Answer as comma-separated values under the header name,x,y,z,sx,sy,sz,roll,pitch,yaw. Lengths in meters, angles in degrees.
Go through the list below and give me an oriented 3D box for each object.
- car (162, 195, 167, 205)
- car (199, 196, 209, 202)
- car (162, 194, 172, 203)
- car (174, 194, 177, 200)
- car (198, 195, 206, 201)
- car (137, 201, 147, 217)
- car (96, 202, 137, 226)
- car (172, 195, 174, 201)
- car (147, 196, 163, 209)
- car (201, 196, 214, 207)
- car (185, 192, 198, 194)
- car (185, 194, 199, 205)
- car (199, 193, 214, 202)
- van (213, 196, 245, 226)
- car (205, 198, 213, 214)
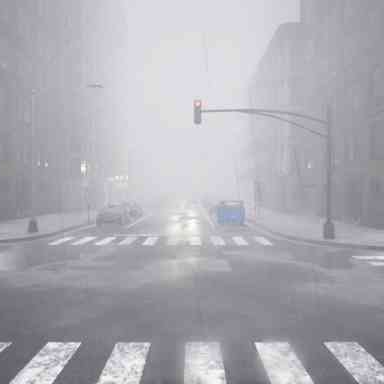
name,x,y,z,sx,sy,sz,roll,pitch,yaw
car,-5.402,1.556,51.586,1.947,1.339,4.313,0,0,0
car,2.617,1.524,74.319,2.008,1.369,4.403,0,0,0
car,-5.405,1.548,62.949,1.947,1.339,4.313,0,0,0
car,-5.410,1.409,79.995,1.967,1.590,4.097,0,0,0
car,2.614,1.531,85.681,1.947,1.339,4.313,0,0,0
car,-5.396,1.543,28.858,1.887,1.381,4.507,0,0,0
car,-5.395,1.549,23.176,2.008,1.369,4.403,0,0,0
car,-5.407,1.293,68.631,2.192,1.841,5.009,0,0,0
car,-5.401,1.520,45.734,1.752,1.417,4.829,0,0,0
car,2.625,1.576,45.912,1.802,1.307,4.206,0,0,0
car,0.076,1.331,67.096,2.097,1.767,4.553,0,0,-2
car,0.088,1.512,57.266,1.812,1.442,4.674,0,0,0
car,2.623,1.305,51.594,2.192,1.841,5.009,0,0,0
van,2.630,1.340,23.187,1.690,1.788,3.998,0,0,0
car,2.628,1.580,34.549,1.802,1.307,4.206,0,0,0
